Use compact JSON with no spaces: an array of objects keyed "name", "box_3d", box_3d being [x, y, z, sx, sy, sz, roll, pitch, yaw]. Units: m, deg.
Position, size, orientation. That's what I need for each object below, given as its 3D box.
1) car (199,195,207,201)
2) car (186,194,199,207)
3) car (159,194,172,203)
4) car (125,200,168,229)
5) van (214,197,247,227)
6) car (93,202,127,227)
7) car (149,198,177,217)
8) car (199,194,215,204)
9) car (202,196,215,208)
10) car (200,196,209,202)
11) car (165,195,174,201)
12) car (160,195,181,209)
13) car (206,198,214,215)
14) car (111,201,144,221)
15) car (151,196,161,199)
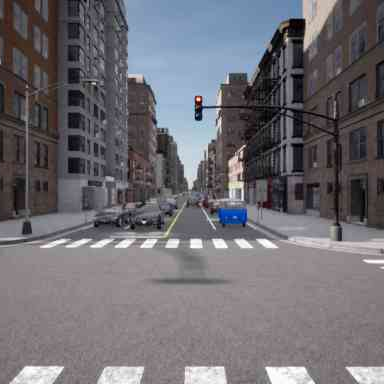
[{"name":"car","box_3d":[2.735,1.530,84.983,1.947,1.339,4.313,0,0,0]},{"name":"car","box_3d":[0.157,1.480,51.350,2.128,1.511,4.902,0,0,0]},{"name":"car","box_3d":[-5.310,1.292,67.944,2.192,1.841,5.009,0,0,0]},{"name":"car","box_3d":[-2.795,1.504,21.594,1.837,1.490,4.892,0,0,-1]},{"name":"van","box_3d":[2.663,1.340,22.489,1.690,1.788,3.998,0,0,0]},{"name":"car","box_3d":[-5.362,1.549,22.490,2.008,1.369,4.403,0,0,0]},{"name":"car","box_3d":[-2.801,1.562,31.602,1.994,1.385,4.181,0,0,0]},{"name":"car","box_3d":[2.696,1.305,50.896,2.192,1.841,5.009,0,0,0]},{"name":"car","box_3d":[2.689,1.576,45.214,1.802,1.307,4.206,0,0,0]},{"name":"car","box_3d":[2.722,1.524,73.620,2.008,1.369,4.403,0,0,0]},{"name":"car","box_3d":[-5.297,1.409,79.308,1.967,1.590,4.097,0,0,0]},{"name":"car","box_3d":[-2.793,1.521,43.033,1.812,1.442,4.674,0,0,0]},{"name":"car","box_3d":[2.676,1.580,33.851,1.802,1.307,4.206,0,0,0]},{"name":"car","box_3d":[-5.356,1.543,28.171,1.887,1.381,4.507,0,0,0]},{"name":"car","box_3d":[-5.336,1.519,45.047,1.752,1.417,4.829,0,0,0]}]
